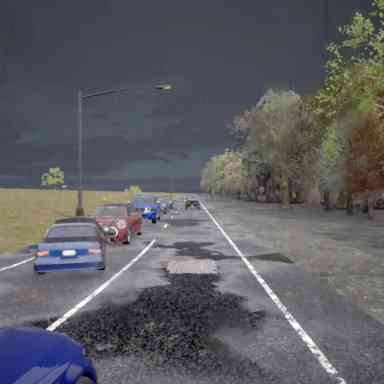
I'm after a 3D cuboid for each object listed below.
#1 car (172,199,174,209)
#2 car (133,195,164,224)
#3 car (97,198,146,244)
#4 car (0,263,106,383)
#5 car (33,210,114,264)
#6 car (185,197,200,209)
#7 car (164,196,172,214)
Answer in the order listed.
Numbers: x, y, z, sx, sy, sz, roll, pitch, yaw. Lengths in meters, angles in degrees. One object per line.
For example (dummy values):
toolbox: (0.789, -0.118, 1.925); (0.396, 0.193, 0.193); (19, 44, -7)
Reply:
car: (-3.599, 1.347, 45.292); (2.097, 1.767, 4.553); (0, 0, 0)
car: (-3.607, 1.223, 25.281); (2.150, 2.045, 5.566); (0, 0, -1)
car: (-3.675, 1.354, 15.621); (2.097, 1.767, 4.553); (0, 0, 1)
car: (-1.980, 1.526, 1.280); (1.812, 1.442, 4.674); (0, 0, 6)
car: (-3.702, 1.549, 10.646); (2.033, 1.411, 5.357); (0, 0, -15)
car: (0.054, 1.501, 44.293); (1.837, 1.490, 4.892); (0, 0, 0)
car: (-3.598, 1.351, 35.285); (2.097, 1.767, 4.553); (0, 0, 0)
